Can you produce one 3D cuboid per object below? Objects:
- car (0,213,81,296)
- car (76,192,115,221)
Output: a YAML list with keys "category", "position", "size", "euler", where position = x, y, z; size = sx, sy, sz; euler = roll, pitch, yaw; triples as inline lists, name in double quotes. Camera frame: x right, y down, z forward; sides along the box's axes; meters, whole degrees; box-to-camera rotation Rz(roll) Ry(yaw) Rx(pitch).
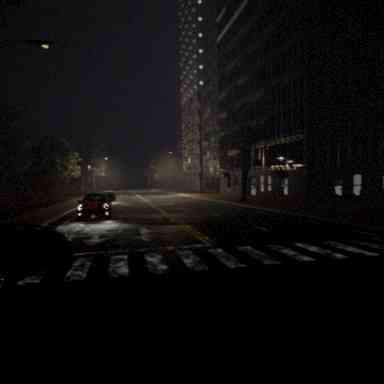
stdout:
- category: "car"
  position: [-4.740, 1.468, 8.053]
  size: [1.994, 1.385, 4.181]
  euler: [-1, 2, 9]
- category: "car"
  position: [-6.627, 0.897, 22.819]
  size: [2.097, 1.767, 4.553]
  euler: [-2, 2, -12]
